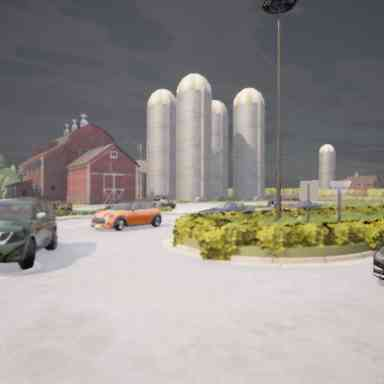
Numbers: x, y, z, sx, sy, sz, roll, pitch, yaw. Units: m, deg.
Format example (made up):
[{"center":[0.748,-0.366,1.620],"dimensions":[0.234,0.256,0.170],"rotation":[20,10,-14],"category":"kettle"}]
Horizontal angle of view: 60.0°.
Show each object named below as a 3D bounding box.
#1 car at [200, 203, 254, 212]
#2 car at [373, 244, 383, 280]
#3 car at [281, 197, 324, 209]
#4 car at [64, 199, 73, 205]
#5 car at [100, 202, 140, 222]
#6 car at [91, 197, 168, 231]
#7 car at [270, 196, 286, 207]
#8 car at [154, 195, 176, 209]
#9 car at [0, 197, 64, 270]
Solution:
[{"center":[3.075,1.600,27.424],"dimensions":[5.357,1.411,2.033],"rotation":[0,0,-36],"category":"car"},{"center":[6.639,1.522,8.735],"dimensions":[4.902,1.511,2.128],"rotation":[0,0,-35],"category":"car"},{"center":[11.219,1.572,33.273],"dimensions":[4.902,1.511,2.128],"rotation":[0,0,-36],"category":"car"},{"center":[-14.412,1.532,36.585],"dimensions":[1.816,1.474,4.193],"rotation":[0,0,-36],"category":"car"},{"center":[-5.895,1.551,26.869],"dimensions":[1.784,1.438,3.905],"rotation":[0,0,-36],"category":"car"},{"center":[-4.011,1.377,20.809],"dimensions":[2.097,1.767,4.553],"rotation":[0,0,38],"category":"car"},{"center":[12.200,1.405,40.208],"dimensions":[1.932,1.855,4.605],"rotation":[0,0,-36],"category":"car"},{"center":[-3.829,1.378,44.959],"dimensions":[1.905,1.878,3.866],"rotation":[0,0,-36],"category":"car"},{"center":[-6.066,1.226,11.258],"dimensions":[2.150,2.045,5.566],"rotation":[0,0,-11],"category":"car"}]
